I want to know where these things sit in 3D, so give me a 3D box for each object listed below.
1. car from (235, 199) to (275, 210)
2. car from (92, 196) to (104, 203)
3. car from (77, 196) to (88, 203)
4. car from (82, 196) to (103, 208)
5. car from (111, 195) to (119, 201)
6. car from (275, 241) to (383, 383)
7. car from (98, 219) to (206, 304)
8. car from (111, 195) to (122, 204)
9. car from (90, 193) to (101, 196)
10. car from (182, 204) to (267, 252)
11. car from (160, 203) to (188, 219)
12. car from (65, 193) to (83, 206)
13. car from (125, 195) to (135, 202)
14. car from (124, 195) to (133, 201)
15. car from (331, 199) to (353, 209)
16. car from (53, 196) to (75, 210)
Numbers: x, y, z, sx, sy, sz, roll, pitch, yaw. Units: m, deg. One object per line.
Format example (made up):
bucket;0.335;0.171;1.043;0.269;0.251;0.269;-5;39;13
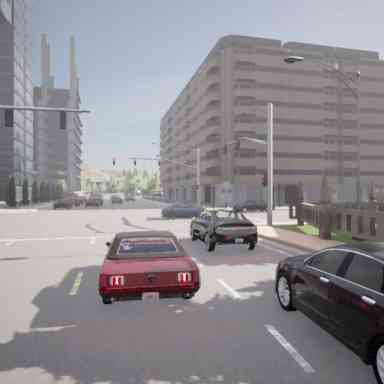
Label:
car;7.009;1.559;37.734;4.892;1.490;1.837;0;0;-14
car;-19.304;1.524;68.652;2.128;1.511;4.902;0;0;-14
car;-23.904;1.538;72.764;2.033;1.411;5.357;0;0;-14
car;-14.674;1.600;49.213;1.895;1.301;4.718;0;0;-13
car;-20.607;1.551;88.857;1.994;1.385;4.181;0;0;-14
car;2.825;1.505;4.978;1.837;1.490;4.892;0;0;-7
car;-1.167;1.601;8.200;1.895;1.301;4.718;0;0;-11
car;-14.606;1.563;64.555;1.994;1.385;4.181;0;0;-14
car;-16.959;1.220;58.702;2.150;2.045;5.566;0;0;-13
car;1.164;1.491;14.050;2.128;1.511;4.902;0;0;-12
car;-0.599;1.598;28.421;4.181;1.385;1.994;0;0;-14
car;-19.253;1.221;53.243;2.150;2.045;5.566;0;0;-13
car;-14.718;1.590;79.435;1.895;1.301;4.718;0;0;-14
car;-17.084;1.534;89.184;2.033;1.411;5.357;0;0;-14
car;17.207;1.602;40.273;5.357;1.411;2.033;0;0;-15
car;-16.960;1.600;43.754;1.895;1.301;4.718;0;0;-14
